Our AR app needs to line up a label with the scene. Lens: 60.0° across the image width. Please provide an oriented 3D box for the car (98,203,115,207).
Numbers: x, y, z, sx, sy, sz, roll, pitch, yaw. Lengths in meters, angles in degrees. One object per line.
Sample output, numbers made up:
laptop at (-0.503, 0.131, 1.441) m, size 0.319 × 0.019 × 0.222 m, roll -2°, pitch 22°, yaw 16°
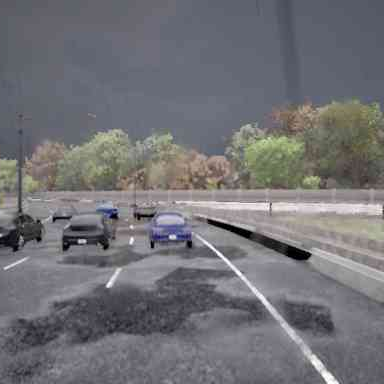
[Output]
car at (-7.901, 1.780, 30.735) m, size 1.882 × 1.535 × 5.008 m, roll 0°, pitch 0°, yaw -17°

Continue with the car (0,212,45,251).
car at (-8.032, 1.654, 14.707) m, size 1.837 × 1.490 × 4.892 m, roll 0°, pitch 0°, yaw -8°

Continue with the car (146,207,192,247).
car at (-1.109, 1.680, 15.729) m, size 1.812 × 1.442 × 4.674 m, roll 0°, pitch 0°, yaw -8°

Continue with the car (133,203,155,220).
car at (-4.481, 1.801, 31.523) m, size 2.128 × 1.511 × 4.902 m, roll 0°, pitch 0°, yaw -16°

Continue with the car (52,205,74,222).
car at (-11.224, 1.857, 29.643) m, size 1.994 × 1.385 × 4.181 m, roll 0°, pitch -1°, yaw -17°

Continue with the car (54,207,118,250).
car at (-4.563, 1.658, 15.170) m, size 1.837 × 1.490 × 4.892 m, roll 0°, pitch 0°, yaw -8°
